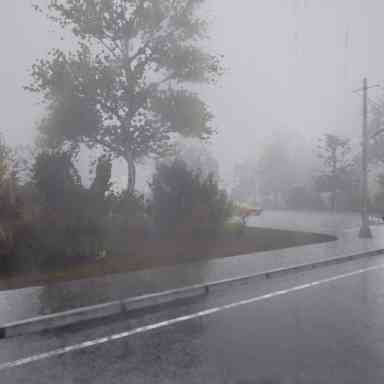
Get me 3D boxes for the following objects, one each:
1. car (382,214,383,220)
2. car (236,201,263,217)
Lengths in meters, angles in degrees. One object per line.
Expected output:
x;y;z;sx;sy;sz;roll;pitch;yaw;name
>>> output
14.805;1.622;20.969;4.718;1.301;1.895;0;0;41;car
4.595;1.668;32.602;1.882;1.535;5.008;0;-1;-41;car
